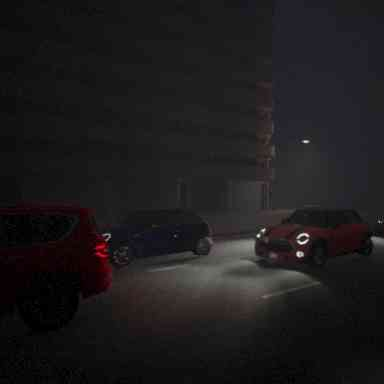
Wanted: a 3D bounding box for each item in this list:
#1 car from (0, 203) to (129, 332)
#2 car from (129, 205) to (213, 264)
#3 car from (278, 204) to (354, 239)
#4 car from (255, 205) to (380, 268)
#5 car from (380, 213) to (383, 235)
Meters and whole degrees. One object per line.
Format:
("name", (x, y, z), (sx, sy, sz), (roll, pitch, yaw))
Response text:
("car", (-4.100, 1.224, 5.324), (5.566, 2.045, 2.150), (0, 0, -35))
("car", (-1.512, 1.356, 11.515), (4.553, 1.767, 2.097), (0, 0, -36))
("car", (7.011, 1.503, 18.477), (4.902, 1.511, 2.128), (0, 0, -45))
("car", (4.271, 1.358, 11.496), (4.553, 1.767, 2.097), (0, 0, -37))
("car", (11.474, 1.539, 18.179), (1.812, 1.442, 4.674), (0, 0, 40))
